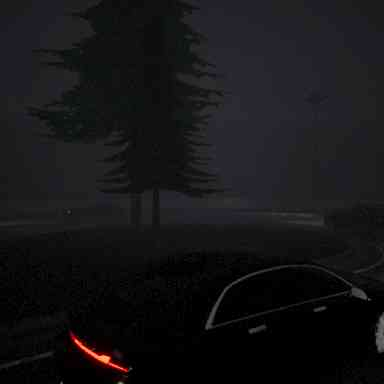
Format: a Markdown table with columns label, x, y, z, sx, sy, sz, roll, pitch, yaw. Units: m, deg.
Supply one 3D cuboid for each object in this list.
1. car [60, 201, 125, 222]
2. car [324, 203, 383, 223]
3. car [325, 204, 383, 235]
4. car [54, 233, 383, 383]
| label | x | y | z | sx | sy | sz | roll | pitch | yaw |
| --- | --- | --- | --- | --- | --- | --- | --- | --- | --- |
| car | -7.759 | 1.471 | 26.252 | 4.902 | 1.511 | 2.128 | 0 | 0 | -31 |
| car | 12.973 | 1.564 | 25.801 | 1.895 | 1.301 | 4.718 | 0 | 0 | -37 |
| car | 9.180 | 1.465 | 18.104 | 2.128 | 1.511 | 4.902 | 0 | 0 | -11 |
| car | 0.854 | 1.499 | 4.329 | 4.892 | 1.490 | 1.837 | 0 | 0 | -36 |
